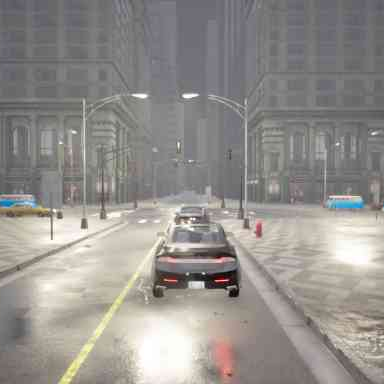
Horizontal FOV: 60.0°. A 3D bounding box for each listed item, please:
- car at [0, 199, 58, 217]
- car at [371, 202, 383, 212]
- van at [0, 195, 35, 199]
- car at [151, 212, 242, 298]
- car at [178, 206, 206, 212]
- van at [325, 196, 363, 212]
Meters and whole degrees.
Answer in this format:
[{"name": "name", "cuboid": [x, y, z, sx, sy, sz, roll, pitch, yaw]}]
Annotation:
[{"name": "car", "cuboid": [-14.675, 1.569, 29.945, 4.829, 1.417, 1.752, 0, 1, 0]}, {"name": "car", "cuboid": [23.222, 1.576, 38.688, 4.507, 1.381, 1.887, 0, 1, 0]}, {"name": "van", "cuboid": [-20.286, 1.228, 38.443, 3.998, 1.788, 1.690, 0, 1, 0]}, {"name": "car", "cuboid": [0.086, 1.491, 8.520, 2.128, 1.511, 4.902, 0, 0, 0]}, {"name": "car", "cuboid": [0.050, 1.509, 17.996, 1.837, 1.490, 4.892, 0, 0, 3]}, {"name": "van", "cuboid": [17.697, 1.352, 38.657, 3.998, 1.788, 1.690, 0, 1, 0]}]
